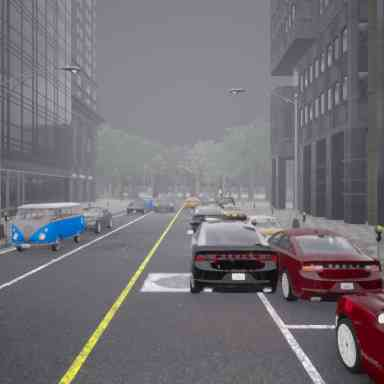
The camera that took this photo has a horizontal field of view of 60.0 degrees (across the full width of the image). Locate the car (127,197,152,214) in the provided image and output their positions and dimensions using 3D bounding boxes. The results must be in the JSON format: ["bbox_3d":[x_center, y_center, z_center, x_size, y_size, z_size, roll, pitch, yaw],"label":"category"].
[{"bbox_3d":[-5.723,1.571,35.363,1.947,1.339,4.313,0,0,0],"label":"car"}]

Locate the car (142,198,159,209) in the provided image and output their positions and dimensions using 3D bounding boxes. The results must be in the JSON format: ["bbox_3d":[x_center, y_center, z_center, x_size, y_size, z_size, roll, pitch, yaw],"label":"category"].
[{"bbox_3d":[-5.710,1.535,46.069,1.752,1.417,4.829,0,0,0],"label":"car"}]

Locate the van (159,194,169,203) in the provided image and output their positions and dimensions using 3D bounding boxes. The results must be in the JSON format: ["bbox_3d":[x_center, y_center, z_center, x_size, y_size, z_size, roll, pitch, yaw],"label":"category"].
[{"bbox_3d":[-5.684,1.364,67.989,1.690,1.788,3.998,0,0,0],"label":"van"}]

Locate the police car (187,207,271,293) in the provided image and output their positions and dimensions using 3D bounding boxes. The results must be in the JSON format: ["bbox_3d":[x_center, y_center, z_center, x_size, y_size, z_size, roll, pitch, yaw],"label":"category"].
[{"bbox_3d":[0.899,1.426,8.981,1.930,1.638,5.238,0,0,0],"label":"police car"}]

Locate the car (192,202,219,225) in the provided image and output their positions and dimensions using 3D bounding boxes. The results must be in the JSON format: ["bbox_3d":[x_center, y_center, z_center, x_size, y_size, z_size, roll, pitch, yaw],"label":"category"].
[{"bbox_3d":[0.929,1.529,24.871,1.812,1.442,4.674,0,0,0],"label":"car"}]

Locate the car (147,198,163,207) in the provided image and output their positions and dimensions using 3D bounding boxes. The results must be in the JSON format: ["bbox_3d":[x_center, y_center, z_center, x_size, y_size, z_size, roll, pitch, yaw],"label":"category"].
[{"bbox_3d":[-5.703,1.578,51.676,1.947,1.339,4.313,0,0,0],"label":"car"}]

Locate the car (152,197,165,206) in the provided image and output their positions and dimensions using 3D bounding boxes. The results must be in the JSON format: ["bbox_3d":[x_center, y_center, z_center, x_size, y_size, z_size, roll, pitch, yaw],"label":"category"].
[{"bbox_3d":[-5.697,1.541,56.944,1.752,1.417,4.829,0,0,0],"label":"car"}]

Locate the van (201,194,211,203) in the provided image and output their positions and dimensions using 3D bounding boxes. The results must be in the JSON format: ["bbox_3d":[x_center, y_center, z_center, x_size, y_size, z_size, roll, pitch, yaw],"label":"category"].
[{"bbox_3d":[2.841,1.364,67.978,1.690,1.788,3.998,0,0,0],"label":"van"}]

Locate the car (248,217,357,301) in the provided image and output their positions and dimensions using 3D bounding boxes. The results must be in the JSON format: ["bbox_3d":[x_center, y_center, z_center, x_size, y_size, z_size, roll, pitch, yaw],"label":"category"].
[{"bbox_3d":[2.770,1.545,8.165,1.887,1.381,4.507,0,0,0],"label":"car"}]

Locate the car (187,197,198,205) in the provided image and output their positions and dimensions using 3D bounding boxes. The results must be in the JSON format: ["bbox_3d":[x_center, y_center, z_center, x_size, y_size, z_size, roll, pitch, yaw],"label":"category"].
[{"bbox_3d":[0.071,1.582,60.656,1.994,1.385,4.181,0,0,0],"label":"car"}]

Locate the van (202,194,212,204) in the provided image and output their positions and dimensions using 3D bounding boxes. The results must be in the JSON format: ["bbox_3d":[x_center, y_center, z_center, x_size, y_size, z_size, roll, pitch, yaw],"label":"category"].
[{"bbox_3d":[2.835,1.360,62.541,1.690,1.788,3.998,0,0,0],"label":"van"}]

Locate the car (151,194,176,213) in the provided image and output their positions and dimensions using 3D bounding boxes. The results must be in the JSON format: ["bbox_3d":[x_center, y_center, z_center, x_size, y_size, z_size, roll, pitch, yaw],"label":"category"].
[{"bbox_3d":[-2.957,1.358,36.929,2.097,1.767,4.553,0,0,0],"label":"car"}]

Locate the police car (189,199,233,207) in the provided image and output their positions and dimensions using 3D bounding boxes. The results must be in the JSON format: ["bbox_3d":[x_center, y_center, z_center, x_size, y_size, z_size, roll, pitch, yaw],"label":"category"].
[{"bbox_3d":[0.921,1.427,18.982,1.930,1.638,5.238,0,0,0],"label":"police car"}]

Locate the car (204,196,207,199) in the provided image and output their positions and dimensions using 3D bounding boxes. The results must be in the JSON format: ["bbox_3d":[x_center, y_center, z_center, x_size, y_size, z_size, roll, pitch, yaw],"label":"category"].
[{"bbox_3d":[2.809,1.533,40.960,1.752,1.417,4.829,0,0,0],"label":"car"}]

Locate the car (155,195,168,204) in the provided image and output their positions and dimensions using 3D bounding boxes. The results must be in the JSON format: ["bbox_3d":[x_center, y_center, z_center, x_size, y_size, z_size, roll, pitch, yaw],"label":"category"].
[{"bbox_3d":[-5.690,1.460,62.551,1.967,1.590,4.097,0,0,0],"label":"car"}]

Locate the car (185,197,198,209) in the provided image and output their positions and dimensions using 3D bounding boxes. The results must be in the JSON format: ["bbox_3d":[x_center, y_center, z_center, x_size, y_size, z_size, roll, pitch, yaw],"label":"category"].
[{"bbox_3d":[0.066,1.488,46.737,1.882,1.535,5.008,0,0,1],"label":"car"}]

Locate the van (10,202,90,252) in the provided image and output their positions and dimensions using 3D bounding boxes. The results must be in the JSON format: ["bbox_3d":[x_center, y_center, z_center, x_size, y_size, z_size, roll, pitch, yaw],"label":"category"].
[{"bbox_3d":[-5.749,1.342,13.613,1.690,1.788,3.998,0,0,0],"label":"van"}]

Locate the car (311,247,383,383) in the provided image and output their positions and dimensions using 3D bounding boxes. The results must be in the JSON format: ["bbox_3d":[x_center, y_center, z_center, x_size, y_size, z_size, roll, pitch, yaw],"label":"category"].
[{"bbox_3d":[2.763,1.545,2.728,1.887,1.381,4.507,0,0,0],"label":"car"}]

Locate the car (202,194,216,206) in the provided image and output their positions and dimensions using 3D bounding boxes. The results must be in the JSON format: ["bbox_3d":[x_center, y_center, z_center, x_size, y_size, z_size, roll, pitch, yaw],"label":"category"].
[{"bbox_3d":[2.828,1.331,57.103,2.192,1.841,5.009,0,0,0],"label":"car"}]

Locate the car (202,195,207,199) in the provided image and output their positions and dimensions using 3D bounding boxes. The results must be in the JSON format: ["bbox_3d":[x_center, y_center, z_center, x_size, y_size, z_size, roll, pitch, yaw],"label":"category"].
[{"bbox_3d":[2.815,1.554,46.228,1.887,1.381,4.507,0,0,0],"label":"car"}]

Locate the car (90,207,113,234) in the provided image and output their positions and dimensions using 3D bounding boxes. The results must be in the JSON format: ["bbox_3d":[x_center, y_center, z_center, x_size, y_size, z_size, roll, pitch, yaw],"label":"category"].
[{"bbox_3d":[-5.742,1.552,19.051,2.008,1.369,4.403,0,0,0],"label":"car"}]

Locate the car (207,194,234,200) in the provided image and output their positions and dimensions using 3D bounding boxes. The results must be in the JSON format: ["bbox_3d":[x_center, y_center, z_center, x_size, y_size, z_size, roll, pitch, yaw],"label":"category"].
[{"bbox_3d":[2.796,1.319,29.915,2.192,1.841,5.009,0,0,0],"label":"car"}]

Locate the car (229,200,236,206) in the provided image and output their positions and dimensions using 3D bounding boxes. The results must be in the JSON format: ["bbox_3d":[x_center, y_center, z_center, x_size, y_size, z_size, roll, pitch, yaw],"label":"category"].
[{"bbox_3d":[2.790,1.528,24.648,1.752,1.417,4.829,0,0,0],"label":"car"}]

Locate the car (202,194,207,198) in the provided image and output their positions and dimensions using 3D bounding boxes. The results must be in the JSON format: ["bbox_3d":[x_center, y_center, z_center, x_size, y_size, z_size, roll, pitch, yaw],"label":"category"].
[{"bbox_3d":[2.822,1.453,51.665,1.967,1.590,4.097,0,0,0],"label":"car"}]
